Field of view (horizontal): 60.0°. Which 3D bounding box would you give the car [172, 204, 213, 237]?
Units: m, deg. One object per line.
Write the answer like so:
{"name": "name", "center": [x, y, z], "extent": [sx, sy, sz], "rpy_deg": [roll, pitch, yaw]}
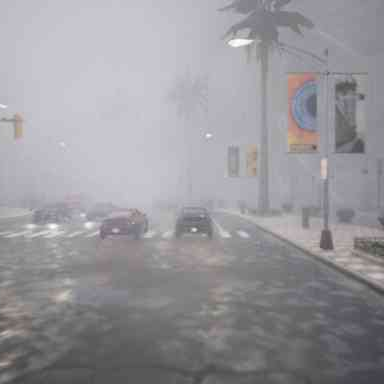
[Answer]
{"name": "car", "center": [0.103, 1.513, 17.984], "extent": [1.837, 1.490, 4.892], "rpy_deg": [0, 0, 0]}

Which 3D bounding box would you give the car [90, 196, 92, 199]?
{"name": "car", "center": [-19.169, 1.247, 55.782], "extent": [5.566, 2.045, 2.150], "rpy_deg": [0, 0, 35]}

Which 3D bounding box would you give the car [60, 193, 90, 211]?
{"name": "car", "center": [-13.398, 1.240, 37.874], "extent": [2.150, 2.045, 5.566], "rpy_deg": [0, 0, -25]}

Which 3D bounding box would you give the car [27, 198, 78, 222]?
{"name": "car", "center": [-10.835, 1.517, 26.287], "extent": [1.837, 1.490, 4.892], "rpy_deg": [0, 0, -3]}

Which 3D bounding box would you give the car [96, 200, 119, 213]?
{"name": "car", "center": [-9.664, 1.618, 37.891], "extent": [1.895, 1.301, 4.718], "rpy_deg": [0, 0, -22]}

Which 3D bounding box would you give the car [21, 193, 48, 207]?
{"name": "car", "center": [-23.625, 1.242, 50.240], "extent": [5.566, 2.045, 2.150], "rpy_deg": [0, 0, 37]}

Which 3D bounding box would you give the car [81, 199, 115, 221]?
{"name": "car", "center": [-7.375, 1.560, 27.879], "extent": [2.033, 1.411, 5.357], "rpy_deg": [0, 0, -4]}

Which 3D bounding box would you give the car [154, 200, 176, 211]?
{"name": "car", "center": [-3.340, 1.619, 41.365], "extent": [1.895, 1.301, 4.718], "rpy_deg": [0, 0, -23]}

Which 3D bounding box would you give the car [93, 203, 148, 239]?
{"name": "car", "center": [-3.396, 1.533, 17.118], "extent": [1.812, 1.442, 4.674], "rpy_deg": [0, 0, 0]}
